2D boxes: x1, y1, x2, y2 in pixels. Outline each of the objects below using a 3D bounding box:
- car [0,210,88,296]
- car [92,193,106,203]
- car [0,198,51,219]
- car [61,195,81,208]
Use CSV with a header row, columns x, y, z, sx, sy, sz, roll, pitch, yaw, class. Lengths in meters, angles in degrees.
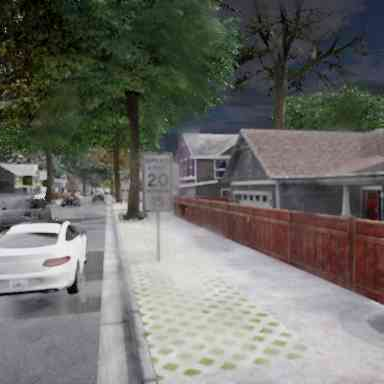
x,y,z,sx,sy,sz,roll,pitch,yaw,class
-3.590,1.409,8.033,1.812,1.442,4.674,-1,1,-14,car
-14.483,0.916,51.453,1.837,1.490,4.892,-1,1,-14,car
-9.152,1.152,18.387,2.097,1.767,4.553,-1,1,-14,car
-14.582,1.112,40.202,1.994,1.385,4.181,-1,1,-14,car
